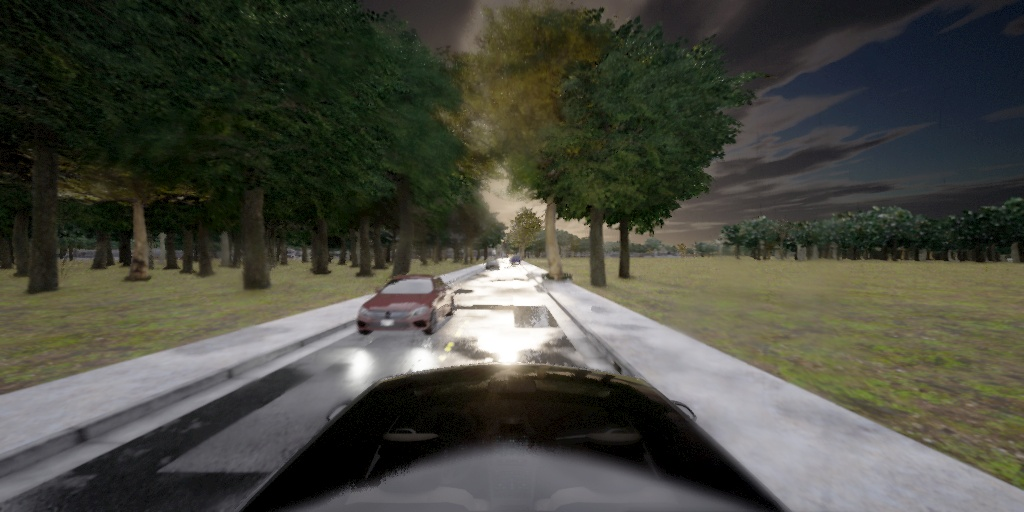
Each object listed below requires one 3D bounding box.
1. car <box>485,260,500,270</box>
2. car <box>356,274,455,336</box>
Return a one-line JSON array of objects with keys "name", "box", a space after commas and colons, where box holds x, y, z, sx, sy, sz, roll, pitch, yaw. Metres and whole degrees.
[{"name": "car", "box": [-2.793, 1.310, 51.651, 1.994, 1.385, 4.181, 0, 0, 0]}, {"name": "car", "box": [-2.856, 1.275, 10.578, 1.812, 1.442, 4.674, 0, 0, 0]}]
